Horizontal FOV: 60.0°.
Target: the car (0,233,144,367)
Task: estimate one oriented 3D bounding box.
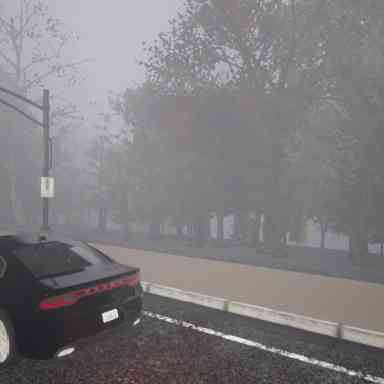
[{"bbox_3d":[-3.063,1.477,5.864,5.008,1.535,1.882,0,0,37],"label":"car"}]
